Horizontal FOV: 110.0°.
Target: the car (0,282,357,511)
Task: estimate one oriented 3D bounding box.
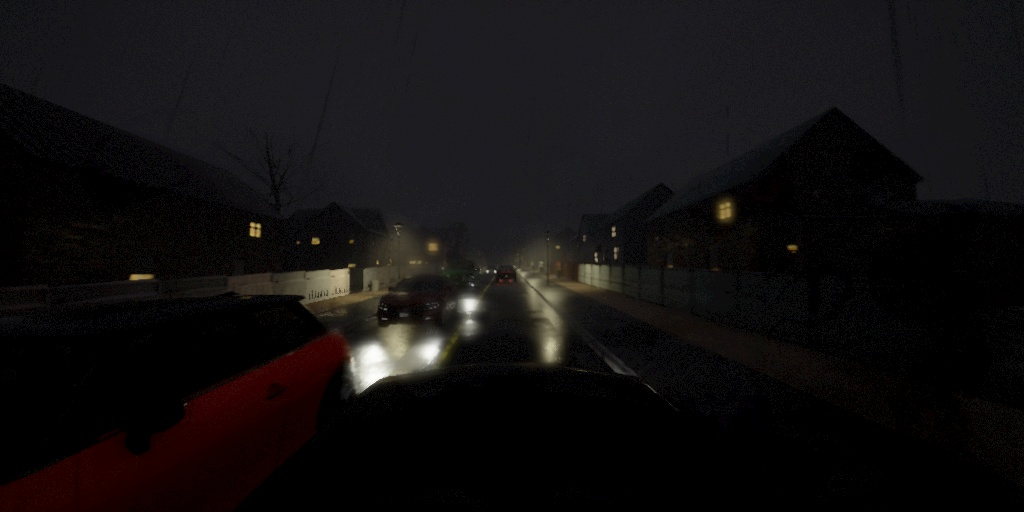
[{"bbox_3d":[-2.811,1.132,2.239,2.097,1.767,4.553,0,-1,-1],"label":"car"}]

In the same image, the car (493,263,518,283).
[{"bbox_3d":[-0.506,1.617,33.398,1.882,1.535,5.008,0,-1,0],"label":"car"}]

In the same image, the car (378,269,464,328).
[{"bbox_3d":[-3.002,1.381,12.342,1.882,1.535,5.008,0,-1,-1],"label":"car"}]

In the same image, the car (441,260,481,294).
[{"bbox_3d":[-3.202,1.257,23.086,2.150,2.045,5.566,0,-1,-1],"label":"car"}]
